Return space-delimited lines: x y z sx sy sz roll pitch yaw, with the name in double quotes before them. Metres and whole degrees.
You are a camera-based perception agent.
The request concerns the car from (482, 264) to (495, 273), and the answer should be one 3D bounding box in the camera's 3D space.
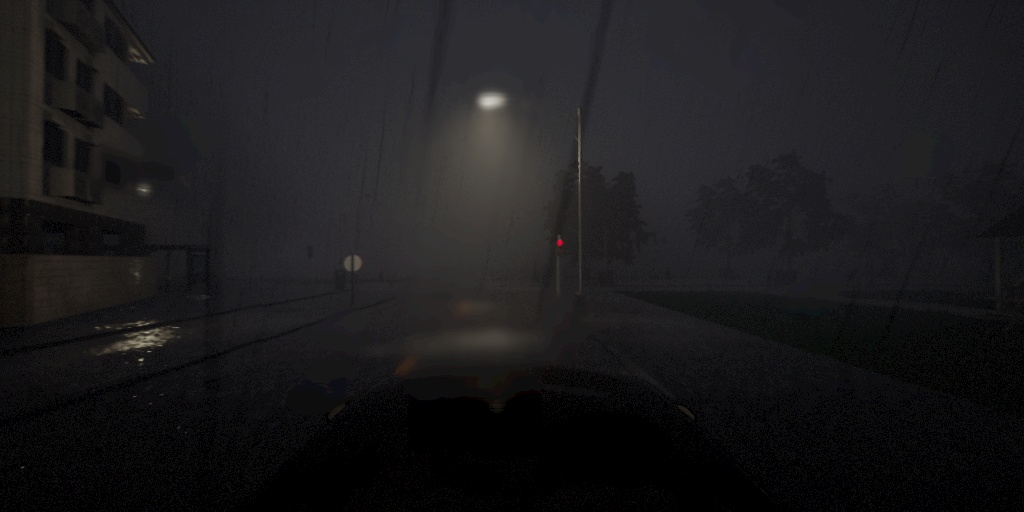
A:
"car" -4.003 2.065 59.896 1.812 1.442 4.674 0 0 0
